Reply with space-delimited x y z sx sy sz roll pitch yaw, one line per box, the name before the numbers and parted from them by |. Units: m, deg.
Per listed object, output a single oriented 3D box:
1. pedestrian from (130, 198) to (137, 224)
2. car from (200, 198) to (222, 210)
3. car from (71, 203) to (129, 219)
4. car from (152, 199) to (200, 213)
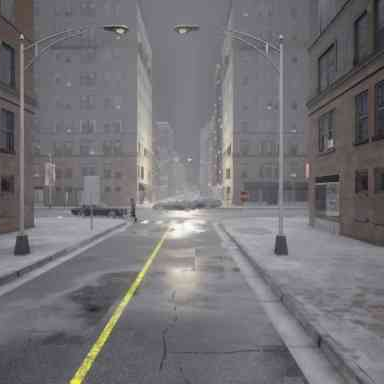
pedestrian | -4.077 1.293 23.145 0.375 1.860 0.375 0 0 0
car | 1.592 1.486 42.375 4.902 1.511 2.128 0 1 42
car | -7.985 1.616 29.082 4.718 1.301 1.895 0 0 14
car | -1.864 1.490 36.532 4.902 1.511 2.128 0 0 0
